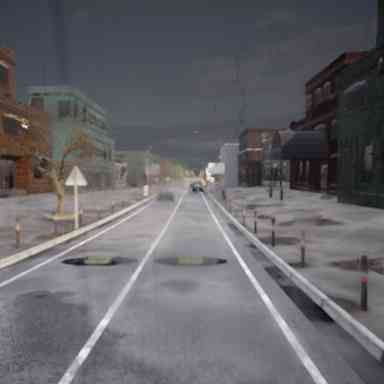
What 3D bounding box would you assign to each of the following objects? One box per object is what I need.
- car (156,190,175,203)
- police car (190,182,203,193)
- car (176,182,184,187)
[{"bbox_3d":[-2.986,0.443,38.212,1.895,1.301,4.718,0,3,0],"label":"car"},{"bbox_3d":[1.075,-0.720,61.775,1.930,1.638,5.238,0,2,0],"label":"police car"},{"bbox_3d":[-2.776,-1.557,78.933,1.837,1.490,4.892,0,2,0],"label":"car"}]
